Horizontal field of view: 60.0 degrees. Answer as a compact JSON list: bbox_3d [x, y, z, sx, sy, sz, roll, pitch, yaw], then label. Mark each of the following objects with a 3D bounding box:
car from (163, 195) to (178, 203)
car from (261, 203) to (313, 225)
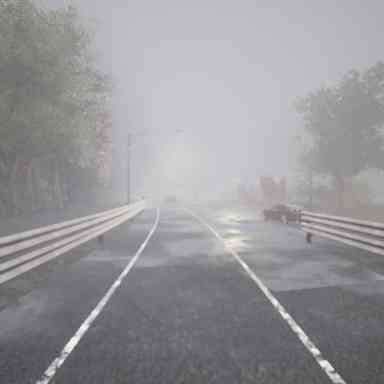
[{"bbox_3d":[-4.247,1.286,64.504,2.097,1.767,4.553,0,0,-16],"label":"car"},{"bbox_3d":[6.898,1.547,24.689,1.882,1.535,5.008,1,-1,-16],"label":"car"}]
